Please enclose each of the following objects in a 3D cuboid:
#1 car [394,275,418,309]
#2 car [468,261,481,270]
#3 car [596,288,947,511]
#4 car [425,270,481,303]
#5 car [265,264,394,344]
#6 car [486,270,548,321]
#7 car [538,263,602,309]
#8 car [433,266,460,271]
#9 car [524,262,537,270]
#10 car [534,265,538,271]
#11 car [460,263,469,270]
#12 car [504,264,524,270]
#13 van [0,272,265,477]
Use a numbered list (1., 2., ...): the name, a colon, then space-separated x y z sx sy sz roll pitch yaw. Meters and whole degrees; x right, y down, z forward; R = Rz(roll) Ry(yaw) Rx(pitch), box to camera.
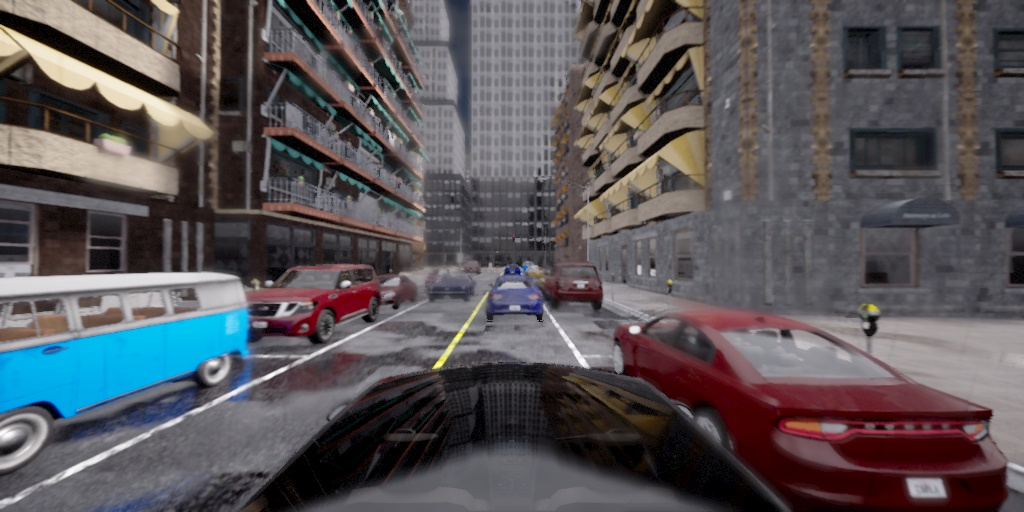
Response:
1. car: -5.327 1.492 15.716 1.802 1.307 4.207 0 0 0
2. car: -5.361 1.621 49.556 2.192 1.841 5.009 0 0 0
3. car: 2.564 1.326 4.444 1.888 1.381 4.507 0 0 0
4. car: -2.866 1.537 18.036 1.895 1.301 4.718 0 -1 0
5. car: -5.322 1.160 10.076 2.192 1.841 5.009 0 0 0
6. car: 0.092 1.404 12.951 1.812 1.442 4.674 0 -1 0
7. car: 2.553 1.224 15.724 2.192 1.841 5.009 0 0 0
8. car: -5.338 1.622 26.996 1.802 1.307 4.207 0 0 0
9. car: 2.531 1.697 38.454 1.751 1.417 4.829 0 0 0
10. car: 2.547 1.500 21.534 1.751 1.417 4.829 0 0 0
11. car: -5.344 1.631 32.466 1.751 1.417 4.829 0 0 0
12. car: 0.063 1.693 41.936 1.882 1.535 5.008 0 -1 0
13. van: -5.316 1.122 4.435 1.690 1.789 3.998 0 0 0
